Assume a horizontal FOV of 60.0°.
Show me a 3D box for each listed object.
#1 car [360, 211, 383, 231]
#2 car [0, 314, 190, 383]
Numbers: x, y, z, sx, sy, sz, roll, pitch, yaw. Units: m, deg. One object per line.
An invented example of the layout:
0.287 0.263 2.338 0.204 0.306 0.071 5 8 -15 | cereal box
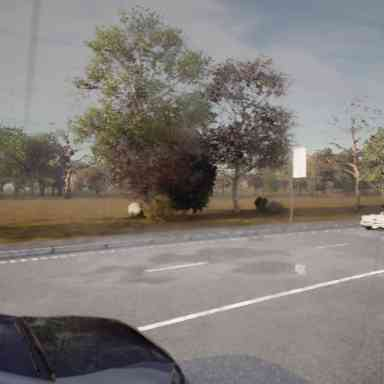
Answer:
11.931 1.585 19.132 4.718 1.301 1.895 0 0 -27 | car
-1.995 1.554 2.203 4.181 1.385 1.994 0 0 -36 | car
